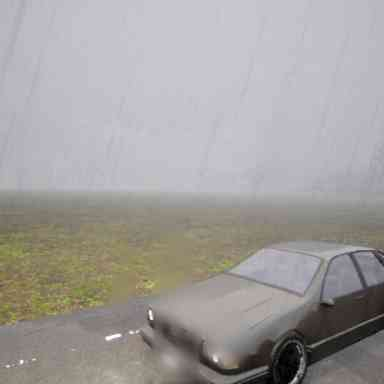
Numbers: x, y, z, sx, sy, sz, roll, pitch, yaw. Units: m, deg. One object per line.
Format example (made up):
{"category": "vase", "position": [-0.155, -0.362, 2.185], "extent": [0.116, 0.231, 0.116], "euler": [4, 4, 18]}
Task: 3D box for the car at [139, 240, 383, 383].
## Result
{"category": "car", "position": [1.916, 1.551, 5.354], "extent": [5.357, 1.411, 2.033], "euler": [0, 0, -35]}
